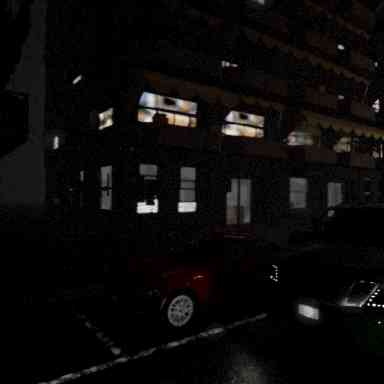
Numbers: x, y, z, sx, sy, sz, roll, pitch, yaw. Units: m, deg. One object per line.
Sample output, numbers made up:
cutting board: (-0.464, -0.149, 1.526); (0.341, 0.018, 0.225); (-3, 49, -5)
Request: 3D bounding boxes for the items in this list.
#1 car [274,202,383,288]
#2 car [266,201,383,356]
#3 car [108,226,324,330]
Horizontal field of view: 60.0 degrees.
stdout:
car: (5.059, 1.311, 10.159); (5.009, 1.841, 2.192); (0, 1, -36)
car: (3.742, 1.217, 6.074); (5.566, 2.045, 2.150); (0, 0, -37)
car: (0.527, 1.543, 6.925); (4.507, 1.381, 1.887); (0, 1, -36)
